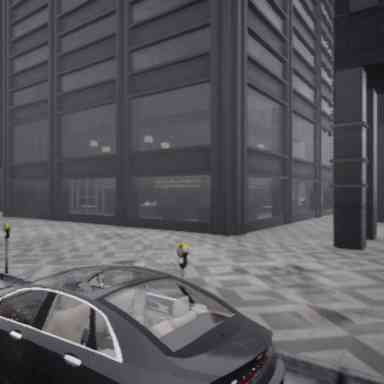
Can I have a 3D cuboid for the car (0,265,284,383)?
[{"bbox_3d":[-1.206,1.551,3.821,4.403,1.369,2.008,0,0,35],"label":"car"}]
